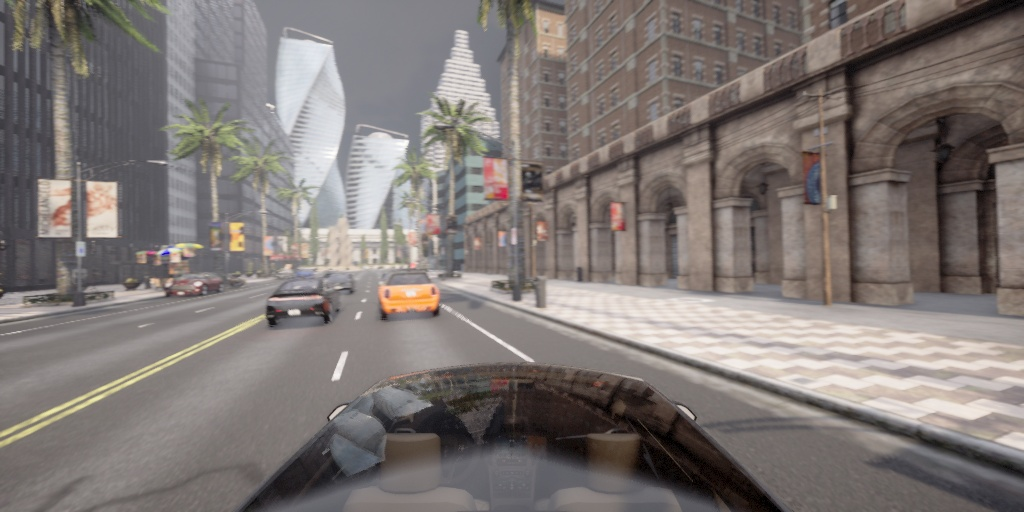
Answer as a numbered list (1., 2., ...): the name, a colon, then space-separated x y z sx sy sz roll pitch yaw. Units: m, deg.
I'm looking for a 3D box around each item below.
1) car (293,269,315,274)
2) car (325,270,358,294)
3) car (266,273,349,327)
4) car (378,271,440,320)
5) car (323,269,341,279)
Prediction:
1. car: -30.145 2.644 52.495 1.882 1.535 5.008 -1 -1 -21
2. car: -12.082 1.912 25.409 2.033 1.411 5.357 -1 -1 -21
3. car: -7.558 1.582 13.366 2.128 1.511 4.902 -1 -1 -20
4. car: -4.251 1.380 14.505 2.097 1.767 4.553 -1 -1 -20
5. car: -26.802 2.704 53.551 1.895 1.301 4.718 -1 -1 -21
